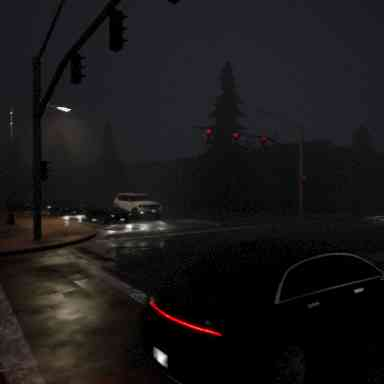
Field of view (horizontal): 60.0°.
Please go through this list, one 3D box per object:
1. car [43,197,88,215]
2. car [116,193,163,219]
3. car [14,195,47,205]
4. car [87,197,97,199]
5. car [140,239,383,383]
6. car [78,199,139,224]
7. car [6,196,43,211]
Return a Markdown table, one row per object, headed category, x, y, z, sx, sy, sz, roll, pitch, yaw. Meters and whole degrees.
| category | x | y | z | sx | sy | sz | roll | pitch | yaw |
| --- | --- | --- | --- | --- | --- | --- | --- | --- | --- |
| car | -12.396 | 1.429 | 32.309 | 2.033 | 1.411 | 5.357 | 0 | 0 | -40 |
| car | -4.638 | 1.114 | 28.017 | 2.150 | 2.045 | 5.566 | 0 | 0 | -37 |
| car | -26.420 | 1.283 | 54.253 | 5.008 | 1.535 | 1.882 | 0 | 0 | 20 |
| car | -10.797 | 1.345 | 35.600 | 1.882 | 1.535 | 5.008 | 0 | 0 | -43 |
| car | 1.616 | 1.485 | 4.994 | 4.892 | 1.490 | 1.837 | -1 | 1 | -36 |
| car | -6.243 | 1.456 | 24.375 | 2.033 | 1.411 | 5.357 | 0 | 0 | -37 |
| car | -19.723 | 1.462 | 38.991 | 4.718 | 1.301 | 1.895 | 0 | 0 | 35 |
